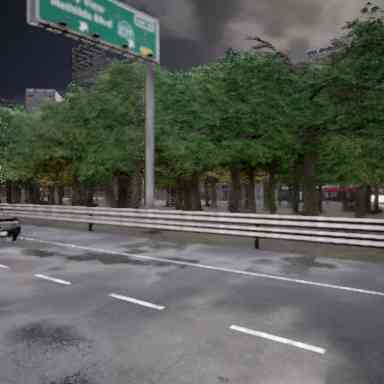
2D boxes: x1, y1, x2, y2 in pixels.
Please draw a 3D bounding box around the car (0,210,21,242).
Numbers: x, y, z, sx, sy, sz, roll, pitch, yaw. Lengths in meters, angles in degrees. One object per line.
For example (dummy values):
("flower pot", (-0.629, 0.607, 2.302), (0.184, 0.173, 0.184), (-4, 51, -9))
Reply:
("car", (-9.667, 1.495, 15.066), (4.902, 1.511, 2.128), (0, 0, 36))
